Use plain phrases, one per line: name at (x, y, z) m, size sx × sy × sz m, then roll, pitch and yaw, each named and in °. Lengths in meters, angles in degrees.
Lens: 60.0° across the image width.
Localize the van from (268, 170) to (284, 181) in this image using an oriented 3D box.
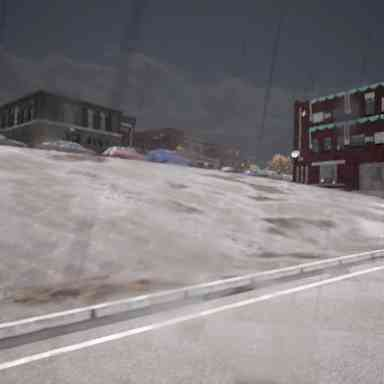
van at (12.186, -2.281, 52.255) m, size 1.878 × 1.987 × 4.442 m, roll 1°, pitch -2°, yaw 39°

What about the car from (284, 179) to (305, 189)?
car at (18.832, -1.438, 60.982) m, size 2.163 × 1.488 × 4.792 m, roll 1°, pitch -3°, yaw 37°

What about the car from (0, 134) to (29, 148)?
car at (-14.080, -3.452, 23.589) m, size 4.674 × 1.452 × 2.002 m, roll 2°, pitch -1°, yaw -43°

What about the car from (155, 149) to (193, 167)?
car at (-2.321, -3.256, 35.401) m, size 2.435 × 2.045 × 5.566 m, roll 0°, pitch -2°, yaw 44°

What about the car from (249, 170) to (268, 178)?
car at (8.591, -2.291, 47.861) m, size 2.002 × 1.452 × 4.674 m, roll 1°, pitch -2°, yaw 40°

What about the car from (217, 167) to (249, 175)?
car at (5.022, -2.538, 43.627) m, size 2.002 × 1.452 × 4.674 m, roll 1°, pitch -2°, yaw 41°

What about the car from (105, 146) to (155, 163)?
car at (-6.202, -3.315, 31.348) m, size 2.185 × 1.767 × 4.553 m, roll 0°, pitch -1°, yaw 45°

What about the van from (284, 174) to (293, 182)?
van at (15.577, -1.992, 56.625) m, size 1.878 × 1.987 × 4.442 m, roll 1°, pitch -3°, yaw 38°

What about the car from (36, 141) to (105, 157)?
car at (-10.175, -3.352, 27.349) m, size 4.892 × 1.521 × 2.231 m, roll 2°, pitch -1°, yaw -44°
